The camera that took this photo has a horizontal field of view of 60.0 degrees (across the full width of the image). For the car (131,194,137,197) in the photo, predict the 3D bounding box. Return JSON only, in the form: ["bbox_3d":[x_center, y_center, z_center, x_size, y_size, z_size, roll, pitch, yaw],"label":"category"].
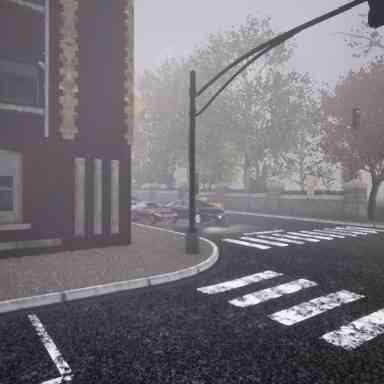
[{"bbox_3d":[-5.705,1.029,29.816,1.837,1.490,4.892,0,1,-36],"label":"car"}]

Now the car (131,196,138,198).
[{"bbox_3d":[-5.764,1.158,25.492,1.802,1.307,4.206,2,0,-36],"label":"car"}]

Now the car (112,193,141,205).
[{"bbox_3d":[-8.693,0.864,43.860,2.008,1.369,4.403,1,0,-36],"label":"car"}]

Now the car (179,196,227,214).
[{"bbox_3d":[0.934,1.129,30.532,1.752,1.417,4.829,1,0,-36],"label":"car"}]

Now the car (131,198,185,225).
[{"bbox_3d":[-2.523,1.257,21.004,1.802,1.307,4.206,2,0,-36],"label":"car"}]

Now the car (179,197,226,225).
[{"bbox_3d":[0.145,1.207,21.668,1.837,1.490,4.892,0,1,-39],"label":"car"}]
